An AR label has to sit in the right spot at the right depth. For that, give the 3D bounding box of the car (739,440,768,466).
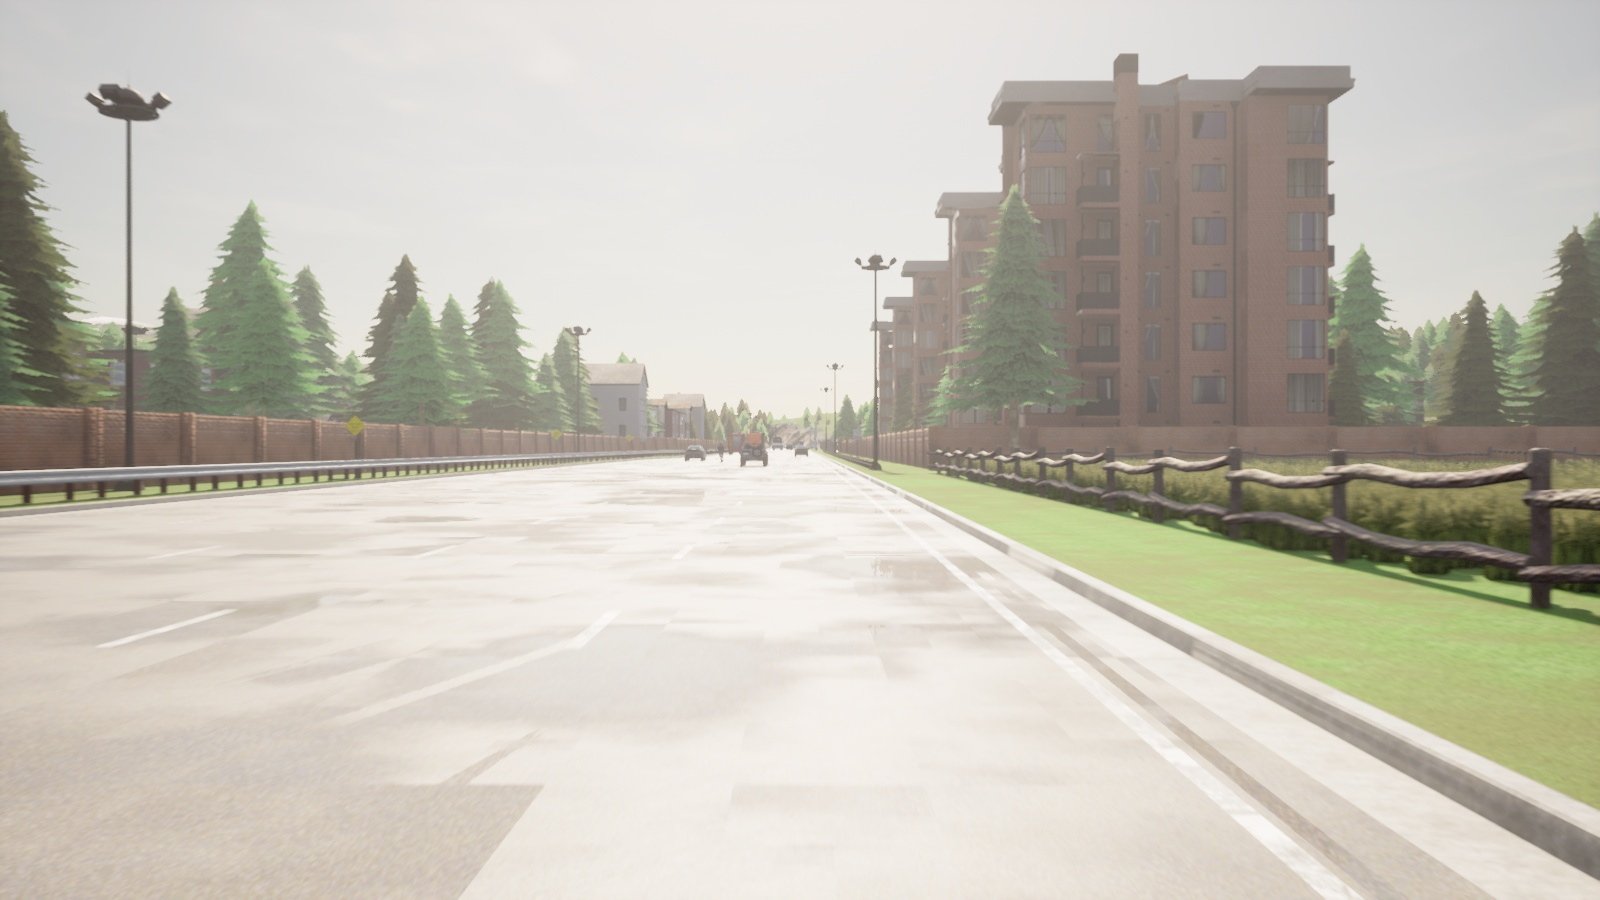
[{"bbox_3d":[-3.308,0.212,90.736,1.932,1.855,4.605,0,0,0],"label":"car"}]
